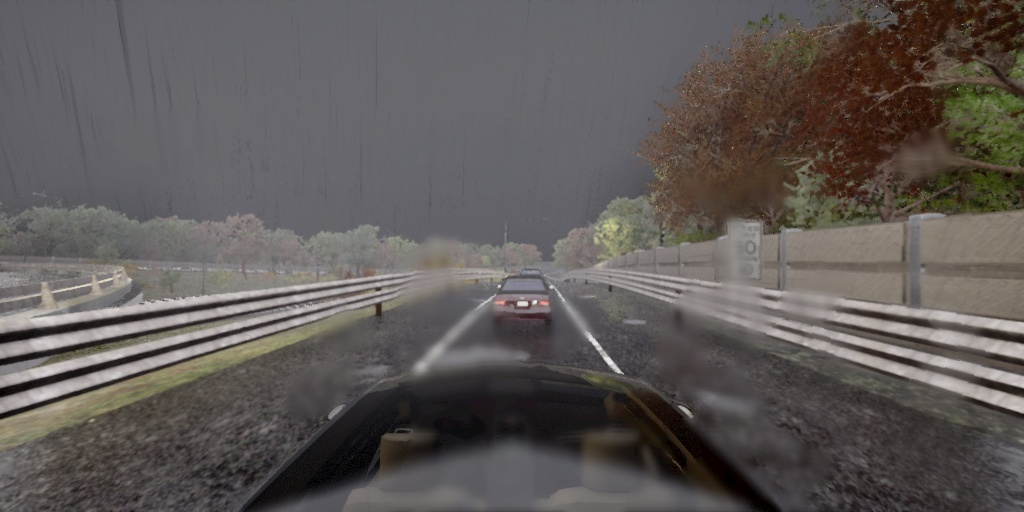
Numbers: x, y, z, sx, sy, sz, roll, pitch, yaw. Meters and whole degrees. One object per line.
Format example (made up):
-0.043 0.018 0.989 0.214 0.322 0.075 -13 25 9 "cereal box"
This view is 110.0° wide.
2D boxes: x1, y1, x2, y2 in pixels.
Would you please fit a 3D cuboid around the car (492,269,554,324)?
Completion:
0.427 1.353 12.164 2.033 1.411 5.357 0 0 3 "car"

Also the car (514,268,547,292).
1.293 1.557 24.376 2.033 1.411 5.357 0 -2 4 "car"
